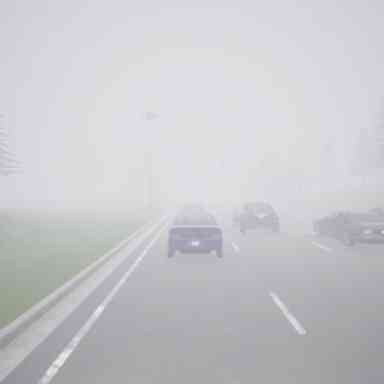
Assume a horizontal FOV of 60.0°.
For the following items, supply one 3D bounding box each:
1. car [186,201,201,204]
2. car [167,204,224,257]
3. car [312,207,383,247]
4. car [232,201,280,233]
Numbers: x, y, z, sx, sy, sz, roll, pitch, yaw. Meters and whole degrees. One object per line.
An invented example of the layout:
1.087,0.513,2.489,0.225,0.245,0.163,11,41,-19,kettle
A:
0.121,1.500,29.097,1.994,1.385,4.181,0,0,0,car
0.110,1.450,12.814,1.882,1.535,5.008,0,0,0,car
7.111,1.516,14.748,2.033,1.411,5.357,0,0,0,car
3.613,1.311,19.511,2.097,1.767,4.553,0,0,0,car
